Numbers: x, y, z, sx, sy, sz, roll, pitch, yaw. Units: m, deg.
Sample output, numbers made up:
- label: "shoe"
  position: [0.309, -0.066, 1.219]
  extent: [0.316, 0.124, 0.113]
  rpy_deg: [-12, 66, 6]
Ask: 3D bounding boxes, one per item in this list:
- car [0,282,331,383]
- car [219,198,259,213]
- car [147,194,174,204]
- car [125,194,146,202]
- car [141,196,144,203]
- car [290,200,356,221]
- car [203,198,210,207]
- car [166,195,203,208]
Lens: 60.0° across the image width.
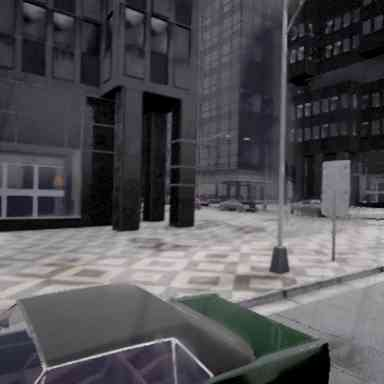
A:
- label: "car"
  position: [-1.117, 1.577, 2.571]
  extent: [4.718, 1.301, 1.895]
  rpy_deg: [0, 0, -34]
- label: "car"
  position: [4.506, 1.324, 32.485]
  extent: [1.994, 1.385, 4.181]
  rpy_deg: [2, 0, -34]
- label: "car"
  position: [-5.017, 1.068, 52.227]
  extent: [2.128, 1.511, 4.902]
  rpy_deg: [2, 0, -34]
- label: "car"
  position: [-10.247, 1.047, 59.919]
  extent: [1.895, 1.301, 4.718]
  rpy_deg: [2, 0, -34]
- label: "car"
  position: [-9.491, 0.931, 53.299]
  extent: [1.994, 1.385, 4.181]
  rpy_deg: [2, 0, -34]
- label: "car"
  position: [9.655, 1.350, 24.884]
  extent: [2.128, 1.511, 4.902]
  rpy_deg: [2, 0, -35]
- label: "car"
  position: [0.520, 1.265, 44.036]
  extent: [1.994, 1.385, 4.181]
  rpy_deg: [2, 0, -34]
- label: "car"
  position: [-1.089, 1.175, 40.749]
  extent: [1.812, 1.442, 4.674]
  rpy_deg: [2, 0, -34]
